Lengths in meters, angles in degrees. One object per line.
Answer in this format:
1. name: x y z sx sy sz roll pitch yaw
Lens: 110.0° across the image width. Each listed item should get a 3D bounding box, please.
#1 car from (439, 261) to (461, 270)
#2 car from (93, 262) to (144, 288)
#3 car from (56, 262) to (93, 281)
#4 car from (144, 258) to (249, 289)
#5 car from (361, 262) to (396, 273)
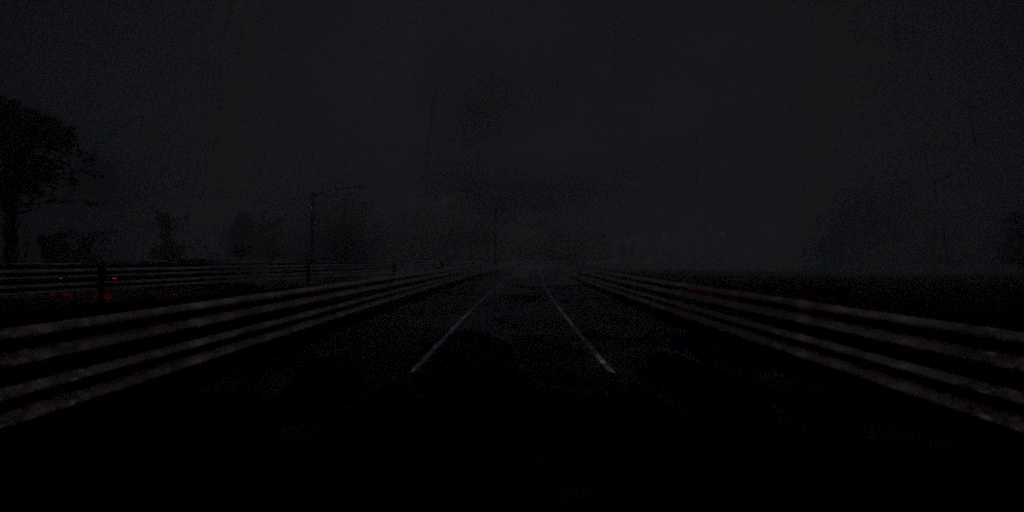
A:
1. car: -9.532 1.558 57.424 1.812 1.442 4.674 0 -1 16
2. car: -22.093 1.102 22.470 1.837 1.490 4.892 0 -1 13
3. car: -25.542 1.101 23.101 2.128 1.511 4.902 0 -1 13
4. car: -18.662 0.953 21.800 2.097 1.767 4.553 0 -1 13
5. car: -16.573 1.423 44.784 2.033 1.411 5.357 0 -1 15
